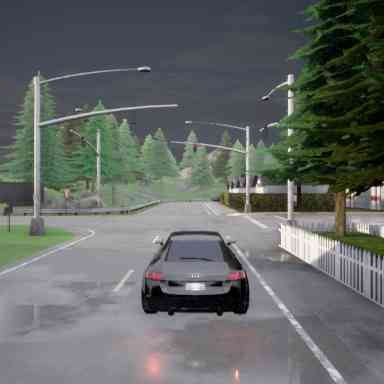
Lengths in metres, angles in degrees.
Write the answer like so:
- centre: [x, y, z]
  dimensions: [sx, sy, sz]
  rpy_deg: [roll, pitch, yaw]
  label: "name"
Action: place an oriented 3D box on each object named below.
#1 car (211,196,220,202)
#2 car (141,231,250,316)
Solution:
- centre: [6.702, 1.525, 72.823]
  dimensions: [5.357, 1.411, 2.033]
  rpy_deg: [0, 0, -22]
  label: "car"
- centre: [0.075, 1.564, 7.604]
  dimensions: [1.994, 1.385, 4.181]
  rpy_deg: [0, 0, 1]
  label: "car"
